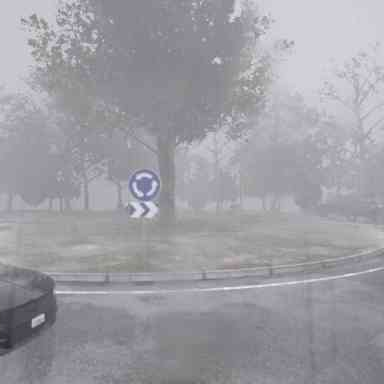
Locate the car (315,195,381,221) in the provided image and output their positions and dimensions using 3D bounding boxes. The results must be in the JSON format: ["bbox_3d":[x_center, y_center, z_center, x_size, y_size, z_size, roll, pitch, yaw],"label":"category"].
[{"bbox_3d":[12.673,1.222,27.383,2.150,2.045,5.566,1,0,-19],"label":"car"}]

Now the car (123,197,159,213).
[{"bbox_3d":[-5.328,1.350,36.649,4.553,1.767,2.097,0,0,-7],"label":"car"}]

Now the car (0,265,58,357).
[{"bbox_3d":[-4.579,1.478,5.143,5.008,1.535,1.882,1,0,12],"label":"car"}]
